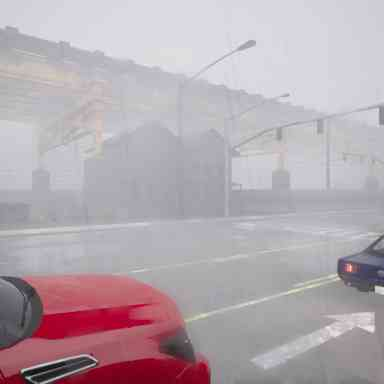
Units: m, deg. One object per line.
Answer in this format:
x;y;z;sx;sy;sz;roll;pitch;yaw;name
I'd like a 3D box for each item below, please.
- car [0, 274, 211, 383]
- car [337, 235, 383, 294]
-2.492;1.221;1.968;5.566;2.045;2.150;0;0;-36;car
5.462;1.601;7.639;4.718;1.301;1.895;0;0;-35;car
